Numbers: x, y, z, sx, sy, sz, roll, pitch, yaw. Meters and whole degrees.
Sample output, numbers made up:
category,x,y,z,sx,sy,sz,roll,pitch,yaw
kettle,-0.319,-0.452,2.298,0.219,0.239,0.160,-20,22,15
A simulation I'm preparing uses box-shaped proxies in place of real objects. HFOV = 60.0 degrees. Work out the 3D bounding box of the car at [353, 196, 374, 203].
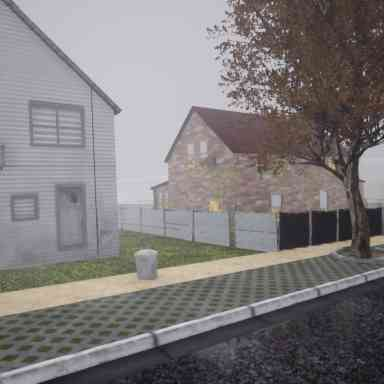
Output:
category,x,y,z,sx,sy,sz,roll,pitch,yaw
car,38.575,1.610,74.944,2.128,1.511,4.902,-2,0,0

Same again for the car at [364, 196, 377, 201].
category,x,y,z,sx,sy,sz,roll,pitch,yaw
car,28.619,1.928,56.736,2.033,1.411,5.357,-2,0,1

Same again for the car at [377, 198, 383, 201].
category,x,y,z,sx,sy,sz,roll,pitch,yaw
car,31.871,1.746,56.425,1.882,1.535,5.008,-2,-1,1

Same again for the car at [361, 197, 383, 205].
category,x,y,z,sx,sy,sz,roll,pitch,yaw
car,35.246,1.777,65.230,1.994,1.385,4.181,-2,0,0
